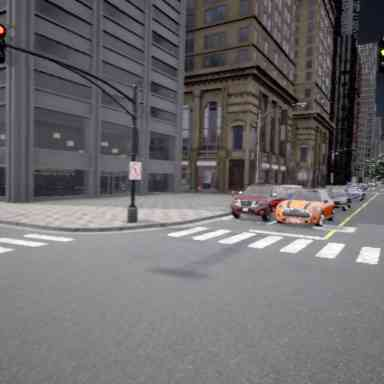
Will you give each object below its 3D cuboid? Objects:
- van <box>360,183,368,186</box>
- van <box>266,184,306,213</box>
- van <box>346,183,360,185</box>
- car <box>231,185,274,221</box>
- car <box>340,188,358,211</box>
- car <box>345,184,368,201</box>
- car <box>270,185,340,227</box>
[{"bbox_3d":[40.317,-1.340,79.495,1.690,1.788,3.998,3,3,31],"label":"van"},{"bbox_3d":[6.818,0.398,23.768,1.690,1.788,3.998,3,3,31],"label":"van"},{"bbox_3d":[29.150,-0.750,60.920,1.690,1.788,3.998,3,3,31],"label":"van"},{"bbox_3d":[4.027,0.512,19.122,2.192,1.841,5.009,3,3,31],"label":"car"},{"bbox_3d":[11.546,0.613,26.443,2.033,1.411,5.357,3,3,31],"label":"car"},{"bbox_3d":[19.191,0.206,39.094,1.812,1.442,4.674,3,4,32],"label":"car"},{"bbox_3d":[6.011,0.690,17.326,2.097,1.767,4.553,3,3,32],"label":"car"}]
